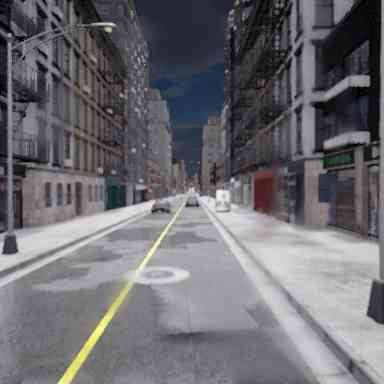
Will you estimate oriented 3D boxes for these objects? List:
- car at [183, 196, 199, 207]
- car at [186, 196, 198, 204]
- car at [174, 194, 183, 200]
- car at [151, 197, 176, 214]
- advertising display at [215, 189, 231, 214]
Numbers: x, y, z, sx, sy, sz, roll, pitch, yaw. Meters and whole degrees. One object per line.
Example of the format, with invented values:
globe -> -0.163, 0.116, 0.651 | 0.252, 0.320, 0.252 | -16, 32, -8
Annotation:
car -> 0.059, 1.489, 48.597 | 1.994, 1.385, 4.181 | 0, 0, 0
car -> 0.021, 1.447, 62.031 | 2.033, 1.411, 5.357 | 0, 0, 0
car -> -2.975, 1.120, 75.073 | 1.812, 1.442, 4.674 | 0, 0, 0
car -> -3.085, 1.493, 34.431 | 2.033, 1.411, 5.357 | 0, 0, 0
advertising display -> 3.157, 0.972, 33.793 | 1.540, 2.440, 0.280 | 0, 1, 0
